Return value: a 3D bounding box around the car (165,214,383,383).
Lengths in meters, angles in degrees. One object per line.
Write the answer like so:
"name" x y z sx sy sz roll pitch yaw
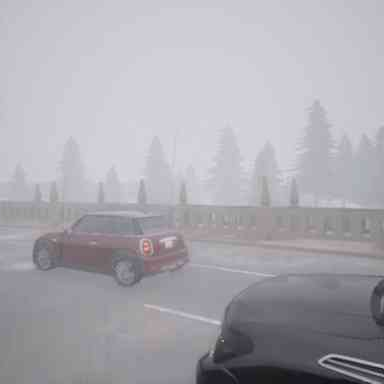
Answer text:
"car" 2.685 1.209 1.938 5.566 2.045 2.150 0 0 36

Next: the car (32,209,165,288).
"car" -2.397 1.322 9.379 4.553 1.767 2.097 0 0 31
